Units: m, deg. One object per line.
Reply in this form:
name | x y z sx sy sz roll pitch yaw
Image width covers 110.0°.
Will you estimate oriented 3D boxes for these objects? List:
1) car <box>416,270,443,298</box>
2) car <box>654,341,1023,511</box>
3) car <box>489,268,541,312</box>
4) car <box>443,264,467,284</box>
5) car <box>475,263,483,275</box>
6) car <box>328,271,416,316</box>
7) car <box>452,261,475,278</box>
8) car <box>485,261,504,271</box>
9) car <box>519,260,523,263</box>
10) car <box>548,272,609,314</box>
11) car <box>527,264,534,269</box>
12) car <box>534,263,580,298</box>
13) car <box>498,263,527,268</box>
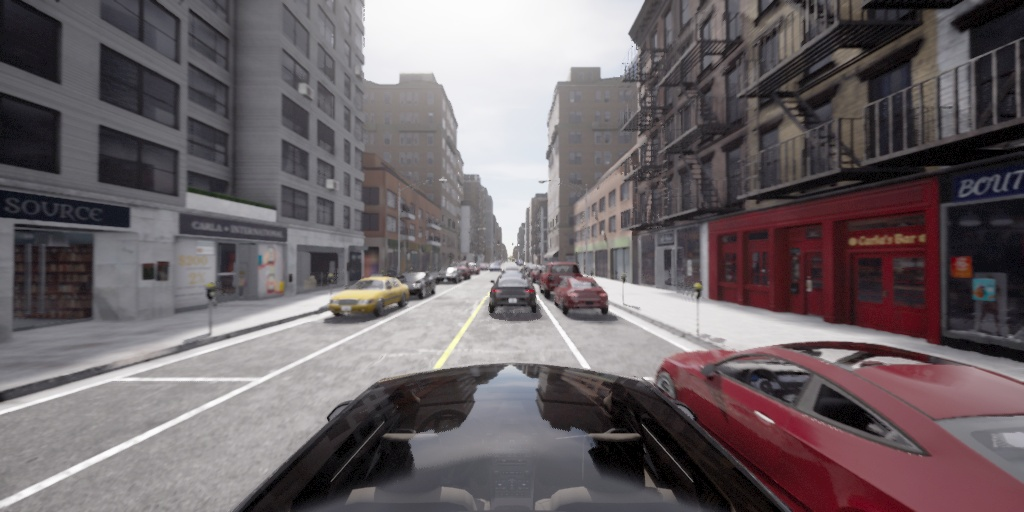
car | -5.392 1.522 19.914 1.948 1.339 4.313 0 0 0
car | 2.637 1.346 2.878 1.802 1.307 4.207 0 0 0
car | 0.048 1.427 14.972 1.812 1.442 4.674 0 0 0
car | -5.394 1.648 31.277 1.948 1.339 4.313 0 0 0
car | -5.398 1.710 48.321 1.967 1.591 4.097 0 0 0
car | -5.390 1.419 14.062 1.751 1.417 4.829 0 0 0
car | -5.395 1.460 36.958 2.192 1.841 5.009 0 0 0
car | -2.812 1.940 59.426 2.033 1.411 5.357 0 -1 1
car | 2.623 1.983 65.539 1.751 1.417 4.829 0 0 0
car | 2.635 1.476 14.241 1.802 1.307 4.207 0 0 0
car | 2.631 1.522 31.283 1.967 1.591 4.097 0 0 0
car | 2.634 1.271 19.922 2.192 1.841 5.009 0 0 0
car | 0.041 1.566 29.244 1.837 1.490 4.892 0 0 0
